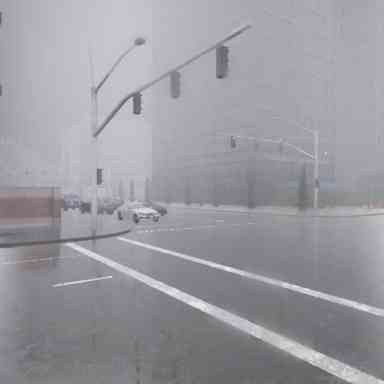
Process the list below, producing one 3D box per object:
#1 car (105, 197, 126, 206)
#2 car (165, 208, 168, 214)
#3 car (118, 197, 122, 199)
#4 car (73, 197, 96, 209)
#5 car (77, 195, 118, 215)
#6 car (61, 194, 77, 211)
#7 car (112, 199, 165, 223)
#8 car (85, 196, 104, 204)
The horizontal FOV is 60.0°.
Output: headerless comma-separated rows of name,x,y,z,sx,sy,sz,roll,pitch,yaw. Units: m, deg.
car,-13.048,1.526,56.497,1.812,1.442,4.674,0,0,-36
car,-4.402,1.547,32.049,2.033,1.411,5.357,0,0,-36
car,-9.779,1.352,39.563,2.097,1.767,4.553,0,0,-36
car,-15.406,1.526,47.447,1.812,1.442,4.674,0,0,-35
car,-9.518,1.352,33.187,2.097,1.767,4.553,0,0,-36
car,-15.112,1.221,41.003,2.150,2.045,5.566,0,0,-36
car,-4.294,1.526,25.887,1.812,1.442,4.674,0,0,-36
car,-19.014,1.492,64.832,2.128,1.511,4.902,0,0,-36
